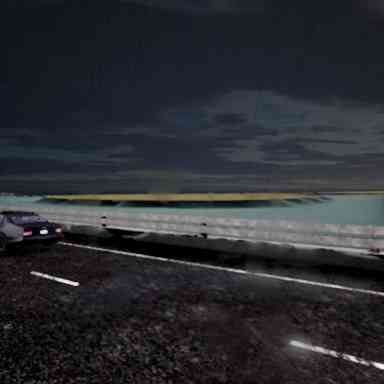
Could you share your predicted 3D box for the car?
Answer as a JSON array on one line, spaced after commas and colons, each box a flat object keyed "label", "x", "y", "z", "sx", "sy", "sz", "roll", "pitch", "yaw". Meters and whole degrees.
[{"label": "car", "x": -7.469, "y": 1.506, "z": 13.670, "sx": 5.357, "sy": 1.411, "sz": 2.033, "roll": 0, "pitch": 0, "yaw": 36}]
